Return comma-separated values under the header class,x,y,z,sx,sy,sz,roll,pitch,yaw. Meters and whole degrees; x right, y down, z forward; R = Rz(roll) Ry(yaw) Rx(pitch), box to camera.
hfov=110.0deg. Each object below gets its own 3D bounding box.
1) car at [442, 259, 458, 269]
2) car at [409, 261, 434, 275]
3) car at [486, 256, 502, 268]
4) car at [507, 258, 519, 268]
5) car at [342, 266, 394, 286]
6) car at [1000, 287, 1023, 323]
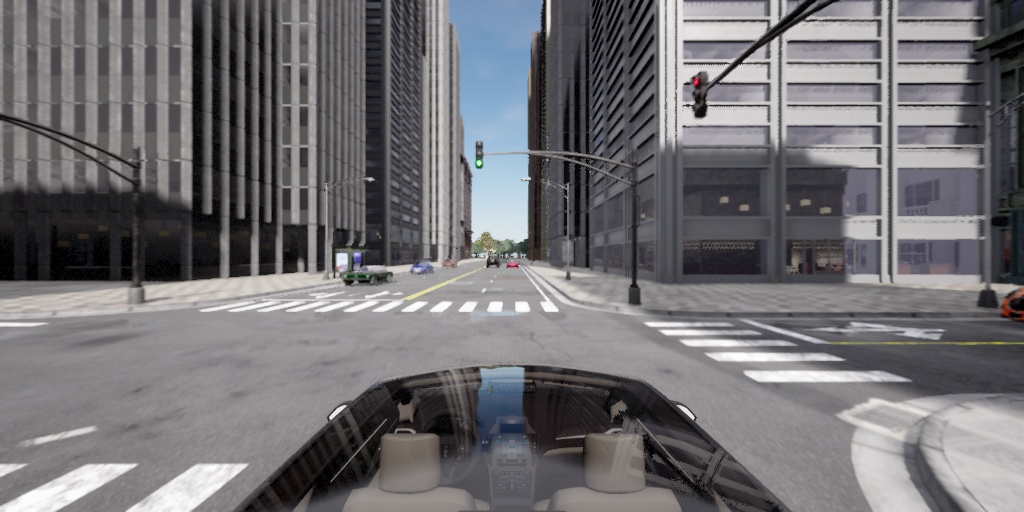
class,x,y,z,sx,sy,sz,roll,pitch,yaw
car,-9.750,1.145,56.461,1.882,1.535,5.008,0,0,0
car,-9.834,1.271,39.567,1.812,1.442,4.674,0,0,0
car,-3.215,0.970,61.702,2.150,2.045,5.566,0,0,1
car,0.103,1.311,60.581,1.994,1.385,4.181,0,0,0
car,-9.844,1.347,24.836,1.895,1.301,4.718,0,0,0
car,16.688,1.110,9.804,4.553,1.767,2.097,0,0,0
